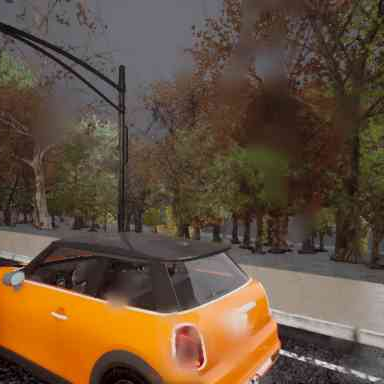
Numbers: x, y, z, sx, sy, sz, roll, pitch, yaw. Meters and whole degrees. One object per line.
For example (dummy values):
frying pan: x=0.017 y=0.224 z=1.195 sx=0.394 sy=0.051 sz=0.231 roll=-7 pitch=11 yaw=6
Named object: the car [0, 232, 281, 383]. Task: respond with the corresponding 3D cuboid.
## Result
car: x=-1.239 y=1.351 z=4.581 sx=4.553 sy=1.767 sz=2.097 roll=0 pitch=0 yaw=36
